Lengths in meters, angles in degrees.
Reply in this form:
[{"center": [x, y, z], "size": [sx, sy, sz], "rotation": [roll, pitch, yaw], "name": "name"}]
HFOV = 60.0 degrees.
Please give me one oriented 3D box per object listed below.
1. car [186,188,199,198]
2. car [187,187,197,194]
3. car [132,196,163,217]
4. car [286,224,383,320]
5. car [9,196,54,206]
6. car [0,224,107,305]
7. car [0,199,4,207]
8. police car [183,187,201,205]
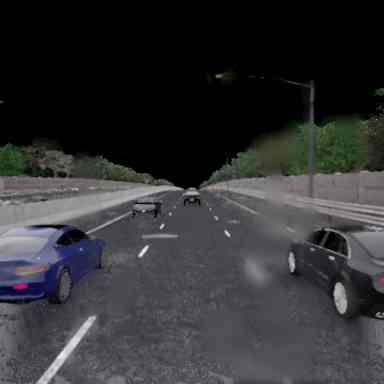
[{"center": [0.115, 0.120, 55.169], "size": [2.128, 1.511, 4.902], "rotation": [0, 2, 0], "name": "car"}, {"center": [0.018, -0.371, 73.471], "size": [1.994, 1.385, 4.181], "rotation": [0, 2, 0], "name": "car"}, {"center": [-3.393, 1.065, 25.774], "size": [2.128, 1.511, 4.902], "rotation": [0, 2, 0], "name": "car"}, {"center": [3.502, 1.462, 7.243], "size": [1.837, 1.490, 4.892], "rotation": [0, 1, 0], "name": "car"}, {"center": [-14.014, 1.062, 29.269], "size": [1.895, 1.301, 4.718], "rotation": [0, 2, 1], "name": "car"}, {"center": [-3.397, 1.477, 7.840], "size": [1.812, 1.442, 4.674], "rotation": [0, 1, 0], "name": "car"}, {"center": [-17.534, 1.041, 27.583], "size": [1.812, 1.442, 4.674], "rotation": [0, 2, 1], "name": "car"}, {"center": [0.009, 0.557, 39.316], "size": [1.930, 1.638, 5.238], "rotation": [0, 2, 0], "name": "police car"}]
